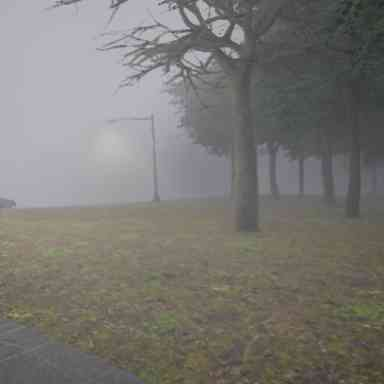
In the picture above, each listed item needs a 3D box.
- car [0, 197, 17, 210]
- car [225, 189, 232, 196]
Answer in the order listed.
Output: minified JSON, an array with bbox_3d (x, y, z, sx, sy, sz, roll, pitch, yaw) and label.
[{"bbox_3d":[-17.776,0.943,29.221,1.994,1.385,4.181,-4,-1,34],"label":"car"},{"bbox_3d":[9.810,0.054,81.887,1.882,1.535,5.008,-4,-1,34],"label":"car"}]
